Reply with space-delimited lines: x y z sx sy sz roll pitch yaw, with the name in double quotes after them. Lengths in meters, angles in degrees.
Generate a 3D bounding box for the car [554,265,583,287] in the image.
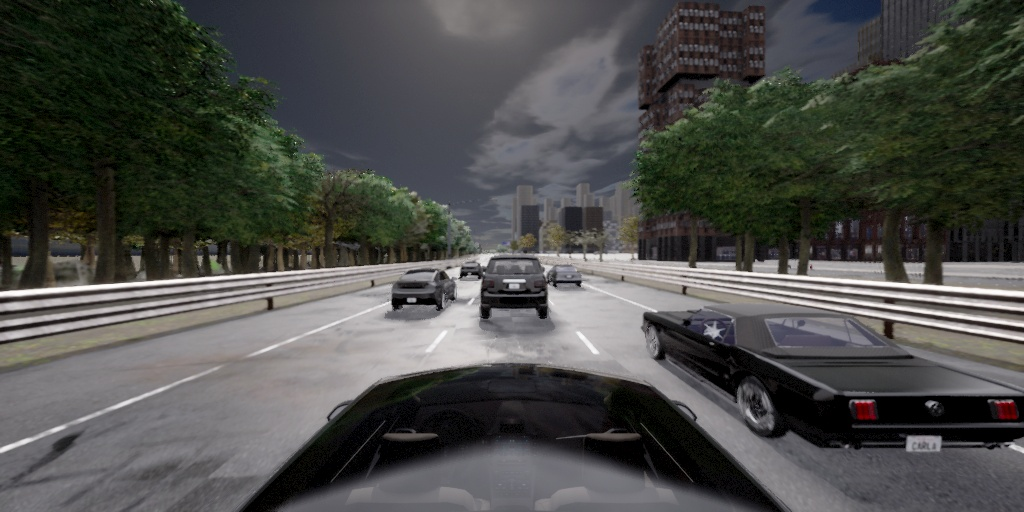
3.472 1.314 24.467 2.033 1.411 5.357 0 0 -1 "car"

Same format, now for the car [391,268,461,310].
-3.448 1.269 14.686 1.837 1.490 4.892 0 0 0 "car"

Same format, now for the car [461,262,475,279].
-3.634 1.276 32.767 1.837 1.490 4.892 0 0 -1 "car"

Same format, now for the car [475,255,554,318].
0.073 0.983 13.189 2.150 2.045 5.566 0 0 0 "car"

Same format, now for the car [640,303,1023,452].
3.592 1.354 5.346 1.895 1.301 4.718 0 0 0 "car"
